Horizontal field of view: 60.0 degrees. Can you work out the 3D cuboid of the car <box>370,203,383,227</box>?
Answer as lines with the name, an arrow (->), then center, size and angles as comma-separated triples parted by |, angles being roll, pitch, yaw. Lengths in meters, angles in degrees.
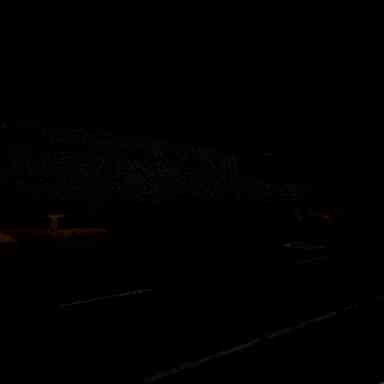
car -> 11.771, 1.753, 24.952 | 4.792, 1.488, 2.163 | -1, -1, 35

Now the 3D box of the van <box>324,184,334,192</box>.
van -> 33.556, -0.977, 80.240 | 1.878, 1.987, 4.442 | 8, 3, 35

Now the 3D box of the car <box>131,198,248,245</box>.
car -> -0.448, 1.309, 16.246 | 5.566, 2.045, 2.435 | -1, -1, 35

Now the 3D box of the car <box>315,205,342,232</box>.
car -> 6.886, 1.527, 21.481 | 4.553, 1.767, 2.185 | -1, -1, 34

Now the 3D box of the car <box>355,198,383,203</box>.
car -> 14.218, 1.510, 26.699 | 5.566, 2.045, 2.435 | -1, -1, 35

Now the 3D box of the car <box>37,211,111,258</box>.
car -> -5.462, 1.512, 12.852 | 5.366, 1.575, 1.946 | -1, -1, 35

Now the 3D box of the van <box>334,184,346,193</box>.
van -> 35.282, -0.704, 77.767 | 1.878, 1.987, 4.442 | 8, 3, 35

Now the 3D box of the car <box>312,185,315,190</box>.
car -> 31.982, -1.021, 82.971 | 1.946, 1.575, 5.366 | 7, 3, 35

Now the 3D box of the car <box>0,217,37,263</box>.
car -> -7.595, 1.487, 10.906 | 5.366, 1.575, 1.946 | -1, -1, 35

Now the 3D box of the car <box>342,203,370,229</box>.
car -> 9.351, 1.688, 23.206 | 4.892, 1.521, 2.231 | -1, -2, 35

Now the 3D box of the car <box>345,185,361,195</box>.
car -> 37.038, -0.205, 75.401 | 2.231, 1.521, 4.892 | 7, 3, 35

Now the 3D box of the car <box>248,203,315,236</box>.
car -> 4.491, 1.493, 19.697 | 4.553, 1.767, 2.185 | -1, -1, 35
